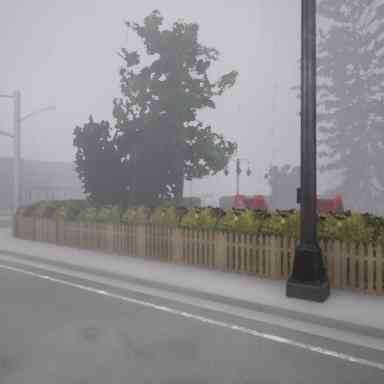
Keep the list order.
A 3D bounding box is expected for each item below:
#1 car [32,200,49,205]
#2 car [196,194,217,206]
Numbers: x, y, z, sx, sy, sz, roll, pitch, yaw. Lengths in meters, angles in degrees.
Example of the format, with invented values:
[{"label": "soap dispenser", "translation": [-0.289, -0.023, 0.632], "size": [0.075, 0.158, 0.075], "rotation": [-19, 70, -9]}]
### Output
[{"label": "car", "translation": [-14.169, 1.525, 31.813], "size": [1.812, 1.442, 4.674], "rotation": [0, 0, 34]}, {"label": "car", "translation": [1.903, 1.300, 54.483], "size": [2.150, 2.045, 5.566], "rotation": [0, 0, 35]}]
